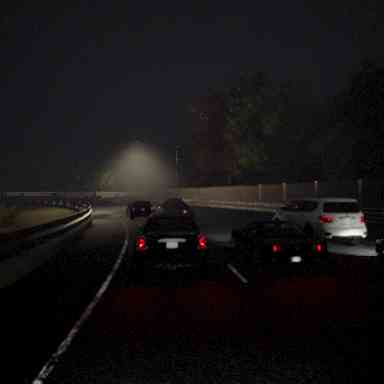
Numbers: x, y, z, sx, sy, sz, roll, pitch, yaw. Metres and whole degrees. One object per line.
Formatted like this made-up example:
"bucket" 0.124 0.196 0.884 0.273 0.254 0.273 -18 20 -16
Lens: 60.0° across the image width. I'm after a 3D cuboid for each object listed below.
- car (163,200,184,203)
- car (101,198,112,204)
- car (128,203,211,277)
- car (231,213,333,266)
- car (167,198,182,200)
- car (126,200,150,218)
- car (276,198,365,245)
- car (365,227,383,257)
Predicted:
"car" -1.188 1.718 30.583 1.994 1.385 4.181 0 0 -16
"car" -19.654 2.001 76.592 2.033 1.411 5.357 0 0 -24
"car" -0.711 1.407 10.727 2.097 1.767 4.553 0 0 -5
"car" 2.744 1.646 11.726 1.895 1.301 4.718 0 0 -6
"car" -2.540 1.579 44.226 2.097 1.767 4.553 0 0 -24
"car" -4.766 1.521 30.291 2.097 1.767 4.553 0 0 -17
"car" 5.731 1.273 15.751 2.150 2.045 5.566 0 0 -8
"car" 7.767 1.579 10.017 1.994 1.385 4.181 0 0 -17
